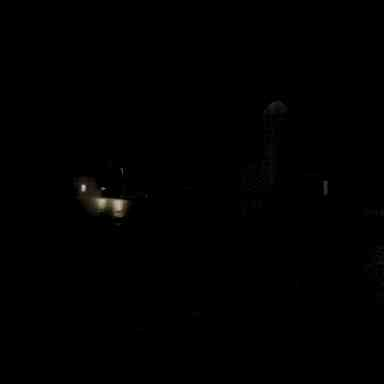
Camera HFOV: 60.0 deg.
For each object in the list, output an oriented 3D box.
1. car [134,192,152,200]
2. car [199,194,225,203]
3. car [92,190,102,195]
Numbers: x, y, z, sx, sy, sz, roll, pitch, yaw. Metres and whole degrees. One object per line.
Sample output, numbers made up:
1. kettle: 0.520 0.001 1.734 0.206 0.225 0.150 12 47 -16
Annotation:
1. car: -9.295 0.707 62.819 1.837 1.490 4.892 -1 1 -36
2. car: 2.608 0.946 46.183 1.994 1.385 4.181 -1 1 -36
3. car: -26.234 0.232 90.982 1.994 1.385 4.181 -1 1 -36
